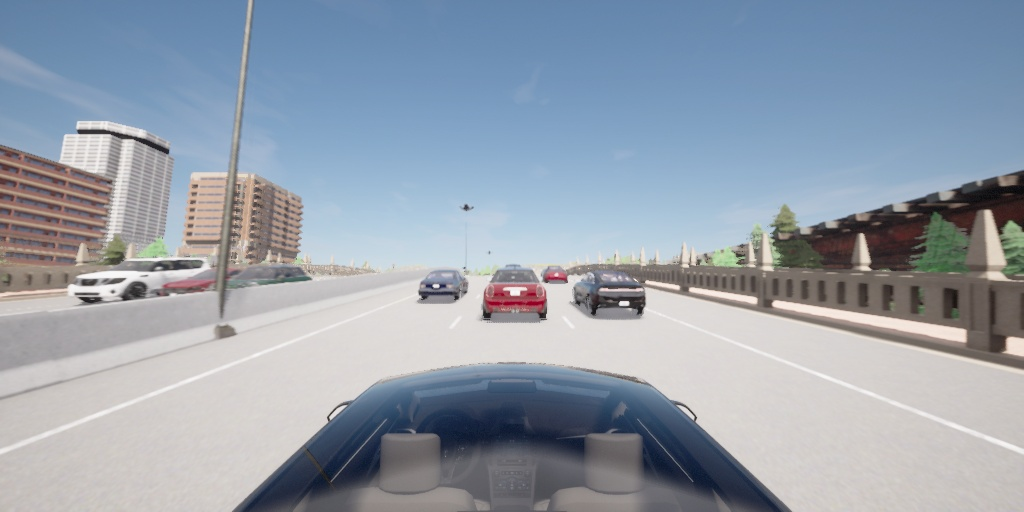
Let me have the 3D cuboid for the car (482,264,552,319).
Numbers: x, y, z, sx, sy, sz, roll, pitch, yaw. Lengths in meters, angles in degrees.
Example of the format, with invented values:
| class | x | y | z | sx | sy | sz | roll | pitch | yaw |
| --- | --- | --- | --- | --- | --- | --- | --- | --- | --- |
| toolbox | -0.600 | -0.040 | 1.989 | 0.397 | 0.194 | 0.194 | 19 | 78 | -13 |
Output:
| class | x | y | z | sx | sy | sz | roll | pitch | yaw |
| --- | --- | --- | --- | --- | --- | --- | --- | --- | --- |
| car | 0.098 | 1.180 | 13.291 | 2.097 | 1.767 | 4.553 | 0 | 0 | 0 |

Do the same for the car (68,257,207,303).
| class | x | y | z | sx | sy | sz | roll | pitch | yaw |
| --- | --- | --- | --- | --- | --- | --- | --- | --- | --- |
| car | -17.610 | 1.077 | 17.585 | 2.150 | 2.045 | 5.566 | 0 | 0 | 0 |

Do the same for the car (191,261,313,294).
| class | x | y | z | sx | sy | sz | roll | pitch | yaw |
| --- | --- | --- | --- | --- | --- | --- | --- | --- | --- |
| car | -10.601 | 1.195 | 15.402 | 2.097 | 1.767 | 4.553 | 0 | 0 | 0 |

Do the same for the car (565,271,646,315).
| class | x | y | z | sx | sy | sz | roll | pitch | yaw |
| --- | --- | --- | --- | --- | --- | --- | --- | --- | --- |
| car | 3.598 | 1.324 | 13.922 | 2.128 | 1.511 | 4.902 | 0 | 0 | 0 |

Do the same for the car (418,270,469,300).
| class | x | y | z | sx | sy | sz | roll | pitch | yaw |
| --- | --- | --- | --- | --- | --- | --- | --- | --- | --- |
| car | -3.402 | 1.411 | 18.564 | 2.033 | 1.411 | 5.357 | 0 | 0 | 0 |

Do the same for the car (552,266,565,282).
| class | x | y | z | sx | sy | sz | roll | pitch | yaw |
| --- | --- | --- | --- | --- | --- | --- | --- | --- | --- |
| car | 3.596 | 1.511 | 30.967 | 1.994 | 1.385 | 4.181 | 0 | 0 | 0 |

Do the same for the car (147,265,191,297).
| class | x | y | z | sx | sy | sz | roll | pitch | yaw |
| --- | --- | --- | --- | --- | --- | --- | --- | --- | --- |
| car | -14.102 | 1.333 | 17.393 | 1.882 | 1.535 | 5.008 | 0 | 0 | 0 |
